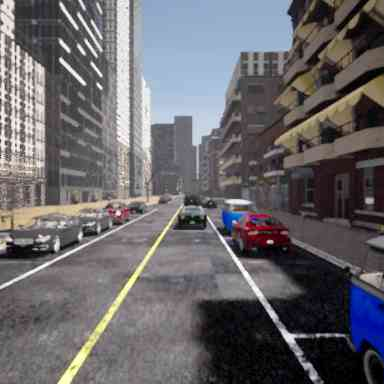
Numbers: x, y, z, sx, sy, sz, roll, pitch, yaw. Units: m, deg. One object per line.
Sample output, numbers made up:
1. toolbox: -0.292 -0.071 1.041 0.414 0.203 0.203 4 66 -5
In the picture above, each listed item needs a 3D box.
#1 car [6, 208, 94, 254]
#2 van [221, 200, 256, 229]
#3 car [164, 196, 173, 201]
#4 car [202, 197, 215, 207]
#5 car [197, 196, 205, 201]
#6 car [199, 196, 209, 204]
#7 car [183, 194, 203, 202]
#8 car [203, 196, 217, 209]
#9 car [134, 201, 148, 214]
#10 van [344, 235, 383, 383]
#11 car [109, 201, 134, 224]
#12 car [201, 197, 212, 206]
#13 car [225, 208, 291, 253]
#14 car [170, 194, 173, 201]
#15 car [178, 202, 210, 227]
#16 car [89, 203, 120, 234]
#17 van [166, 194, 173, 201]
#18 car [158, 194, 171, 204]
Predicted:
1. car: -5.738 1.569 13.460 2.008 1.369 4.403 0 0 0
2. van: 2.622 1.353 19.013 1.690 1.788 3.998 0 0 0
3. car: -5.998 1.697 85.258 1.947 1.339 4.313 0 0 0
4. car: 2.503 1.579 52.320 1.752 1.417 4.829 0 0 0
5. car: 2.382 1.664 85.287 1.887 1.381 4.507 0 0 0
6. car: 2.442 1.629 68.719 1.887 1.381 4.507 0 0 0
7. car: -0.057 1.265 45.020 2.150 2.045 5.566 0 0 0
8. car: 2.523 1.610 46.628 1.947 1.339 4.313 0 0 0
9. car: -5.817 1.606 35.552 1.947 1.339 4.313 0 0 0
10. van: 2.682 1.339 2.445 1.690 1.788 3.998 0 0 0
11. car: -5.778 1.469 24.507 1.967 1.590 4.097 0 0 0
12. car: 2.482 1.589 57.843 1.752 1.417 4.829 0 0 0
13. car: 2.643 1.551 13.490 1.887 1.381 4.507 0 0 0
14. car: -5.979 1.434 79.735 2.192 1.841 5.009 0 0 0
15. car: 0.021 1.620 23.021 1.895 1.301 4.718 0 0 0
16. car: -5.758 1.574 18.983 2.008 1.369 4.403 0 0 0
17. van: -6.019 1.485 90.781 1.690 1.788 3.998 0 0 0
18. car: -5.937 1.662 68.689 1.947 1.339 4.313 0 0 0
